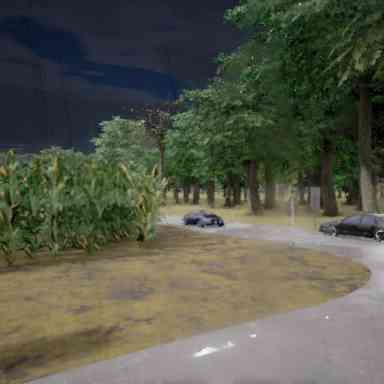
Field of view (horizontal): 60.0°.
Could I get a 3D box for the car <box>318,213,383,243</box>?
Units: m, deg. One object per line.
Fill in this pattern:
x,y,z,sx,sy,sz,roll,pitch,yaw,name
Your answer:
9.437,1.846,17.875,2.033,1.411,5.357,-1,-1,-27,car

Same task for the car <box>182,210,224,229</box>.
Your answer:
0.842,2.163,27.063,1.994,1.385,4.181,-1,-1,-29,car
